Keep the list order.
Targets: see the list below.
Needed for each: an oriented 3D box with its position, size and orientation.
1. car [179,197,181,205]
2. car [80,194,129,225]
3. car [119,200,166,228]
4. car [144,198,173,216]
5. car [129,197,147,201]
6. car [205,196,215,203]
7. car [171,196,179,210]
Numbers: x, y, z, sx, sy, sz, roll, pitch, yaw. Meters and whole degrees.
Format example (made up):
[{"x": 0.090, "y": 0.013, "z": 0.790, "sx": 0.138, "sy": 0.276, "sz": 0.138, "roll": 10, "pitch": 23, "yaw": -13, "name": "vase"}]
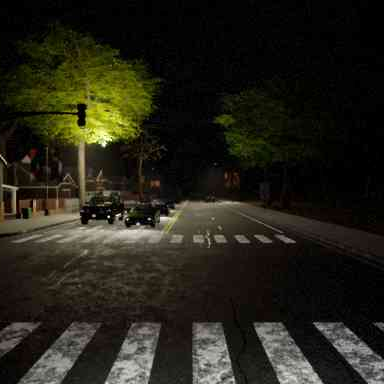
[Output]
[{"x": -2.934, "y": 1.502, "z": 58.212, "sx": 1.882, "sy": 1.535, "sz": 5.008, "roll": 0, "pitch": 0, "yaw": 0, "name": "car"}, {"x": -6.473, "y": 1.214, "z": 24.663, "sx": 2.150, "sy": 2.045, "sz": 5.566, "roll": 0, "pitch": 0, "yaw": 0, "name": "car"}, {"x": -3.230, "y": 1.541, "z": 22.649, "sx": 2.033, "sy": 1.411, "sz": 5.357, "roll": 0, "pitch": 0, "yaw": 0, "name": "car"}, {"x": -3.177, "y": 1.556, "z": 31.847, "sx": 1.994, "sy": 1.385, "sz": 4.181, "roll": 0, "pitch": 0, "yaw": 0, "name": "car"}, {"x": -6.410, "y": 1.540, "z": 34.970, "sx": 2.033, "sy": 1.411, "sz": 5.357, "roll": 0, "pitch": 0, "yaw": 0, "name": "car"}, {"x": 3.715, "y": 1.506, "z": 67.605, "sx": 1.837, "sy": 1.490, "sz": 4.892, "roll": 0, "pitch": 0, "yaw": 1, "name": "car"}, {"x": -3.117, "y": 1.541, "z": 42.237, "sx": 2.033, "sy": 1.411, "sz": 5.357, "roll": 0, "pitch": 0, "yaw": 0, "name": "car"}]
